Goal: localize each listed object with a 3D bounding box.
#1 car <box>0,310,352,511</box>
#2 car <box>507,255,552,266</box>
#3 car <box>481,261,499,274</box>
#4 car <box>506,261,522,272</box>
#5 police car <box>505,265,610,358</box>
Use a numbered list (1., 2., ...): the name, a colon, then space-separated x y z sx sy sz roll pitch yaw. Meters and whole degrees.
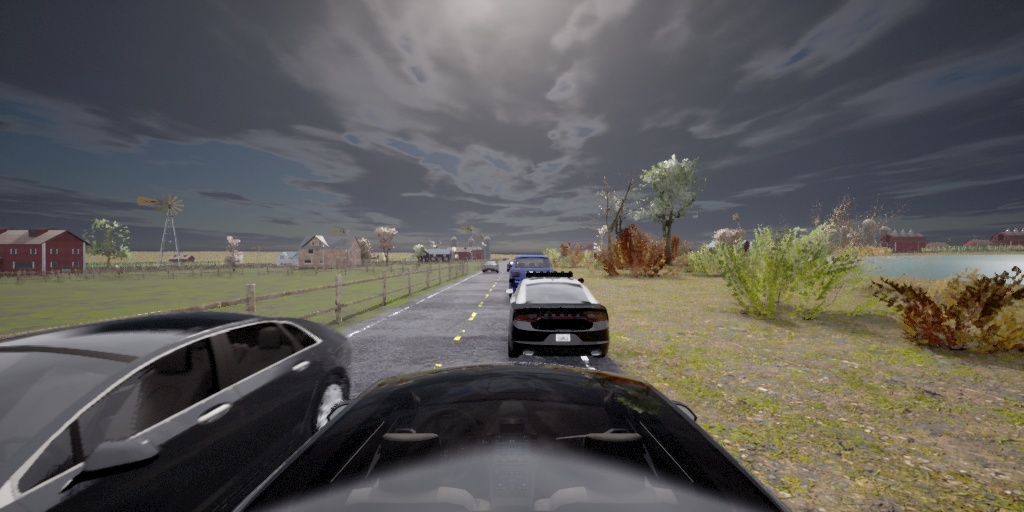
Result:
1. car: -2.840 1.255 2.435 1.837 1.490 4.892 0 0 0
2. car: 0.949 0.974 18.550 2.150 2.045 5.566 0 0 0
3. car: -2.463 1.310 42.007 2.033 1.411 5.357 0 0 0
4. car: 0.347 1.332 46.308 1.994 1.385 4.181 0 0 2
5. police car: 0.878 1.174 8.630 1.930 1.638 5.238 0 0 0
